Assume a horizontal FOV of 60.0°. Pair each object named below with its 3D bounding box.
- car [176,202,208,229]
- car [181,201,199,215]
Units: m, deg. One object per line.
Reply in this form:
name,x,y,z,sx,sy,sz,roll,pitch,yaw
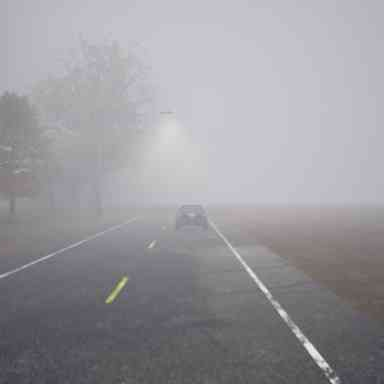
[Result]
car,-0.036,1.597,23.597,2.097,1.767,4.553,0,-1,-1
car,-0.260,1.921,41.145,2.128,1.511,4.902,0,-1,-1
